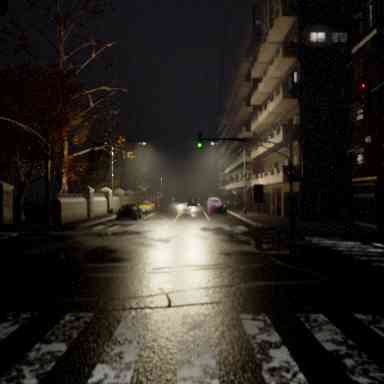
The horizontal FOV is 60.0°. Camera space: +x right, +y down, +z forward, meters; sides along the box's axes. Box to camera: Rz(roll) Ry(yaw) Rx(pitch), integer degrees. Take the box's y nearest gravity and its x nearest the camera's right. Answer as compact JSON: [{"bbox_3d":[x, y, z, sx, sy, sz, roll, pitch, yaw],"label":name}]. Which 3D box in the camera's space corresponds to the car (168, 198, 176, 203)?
[{"bbox_3d":[-5.588,2.315,92.271,2.008,1.369,4.403,0,-1,0],"label":"car"}]

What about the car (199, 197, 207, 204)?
[{"bbox_3d":[2.787,2.150,86.633,1.967,1.590,4.097,0,-1,0],"label":"car"}]

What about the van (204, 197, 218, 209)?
[{"bbox_3d":[2.739,1.657,41.595,1.690,1.788,3.998,0,0,0],"label":"van"}]

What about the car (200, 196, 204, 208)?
[{"bbox_3d":[2.751,1.850,52.854,1.967,1.590,4.097,0,0,0],"label":"car"}]

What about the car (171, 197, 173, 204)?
[{"bbox_3d":[-5.611,1.996,69.753,1.967,1.590,4.097,0,0,0],"label":"car"}]

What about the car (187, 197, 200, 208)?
[{"bbox_3d":[0.065,2.010,59.051,2.033,1.411,5.357,0,0,0],"label":"car"}]

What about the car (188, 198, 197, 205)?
[{"bbox_3d":[0.077,1.977,69.470,1.837,1.490,4.892,0,-1,0],"label":"car"}]

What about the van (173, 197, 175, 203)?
[{"bbox_3d":[-5.600,1.999,81.014,1.690,1.788,3.998,0,-1,0],"label":"van"}]

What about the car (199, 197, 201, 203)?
[{"bbox_3d":[2.756,2.009,58.483,2.008,1.369,4.403,0,0,0],"label":"car"}]

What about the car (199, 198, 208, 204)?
[{"bbox_3d":[2.780,2.202,81.003,1.887,1.381,4.507,0,-1,0],"label":"car"}]

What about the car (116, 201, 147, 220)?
[{"bbox_3d":[-5.654,1.793,30.342,1.947,1.339,4.313,0,0,0],"label":"car"}]

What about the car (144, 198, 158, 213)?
[{"bbox_3d":[-5.642,1.840,41.433,1.752,1.417,4.829,0,0,0],"label":"car"}]

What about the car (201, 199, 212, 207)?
[{"bbox_3d":[2.763,2.051,64.113,1.887,1.381,4.507,0,-1,0],"label":"car"}]

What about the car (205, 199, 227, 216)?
[{"bbox_3d":[2.732,1.816,35.963,1.887,1.381,4.507,0,0,0],"label":"car"}]

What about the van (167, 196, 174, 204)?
[{"bbox_3d":[-5.593,2.051,86.643,1.690,1.788,3.998,0,-1,0],"label":"van"}]

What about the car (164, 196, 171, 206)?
[{"bbox_3d":[-5.618,1.947,64.124,1.967,1.590,4.097,0,0,0],"label":"car"}]

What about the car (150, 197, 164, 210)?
[{"bbox_3d":[-5.636,1.678,47.235,2.192,1.841,5.009,0,0,0],"label":"car"}]
